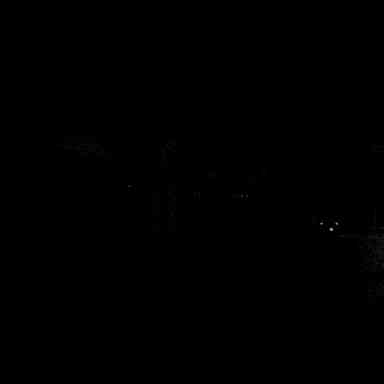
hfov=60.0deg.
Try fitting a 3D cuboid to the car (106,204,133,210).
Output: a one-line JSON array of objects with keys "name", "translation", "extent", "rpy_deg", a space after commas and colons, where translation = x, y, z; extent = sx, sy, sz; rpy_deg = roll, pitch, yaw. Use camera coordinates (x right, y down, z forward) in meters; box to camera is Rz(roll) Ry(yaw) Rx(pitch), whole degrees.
[{"name": "car", "translation": [-8.031, 1.873, 39.418], "extent": [1.837, 1.490, 4.892], "rpy_deg": [2, -2, -37]}]

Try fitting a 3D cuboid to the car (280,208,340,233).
[{"name": "car", "translation": [5.991, 1.647, 20.061], "extent": [2.033, 1.411, 5.357], "rpy_deg": [2, -2, -35]}]
